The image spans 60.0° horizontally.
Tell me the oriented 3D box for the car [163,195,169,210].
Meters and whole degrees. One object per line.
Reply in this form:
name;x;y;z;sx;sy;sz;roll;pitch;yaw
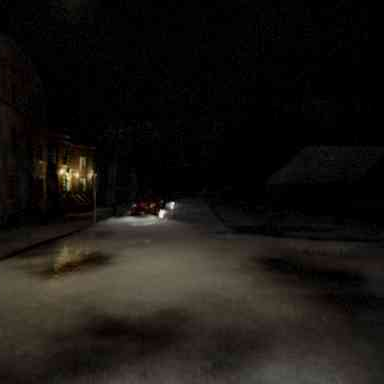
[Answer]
car;-4.089;1.063;37.885;2.097;1.767;4.553;0;0;0

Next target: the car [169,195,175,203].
car;-3.959;1.151;58.654;1.895;1.301;4.718;0;0;0

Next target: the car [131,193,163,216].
car;-4.089;1.123;29.858;2.097;1.767;4.553;0;0;0
